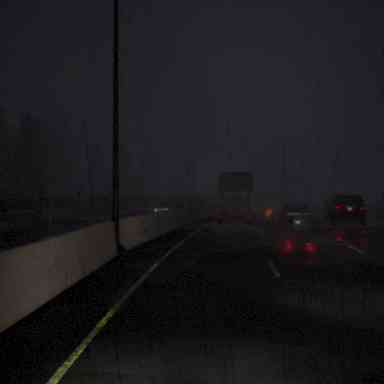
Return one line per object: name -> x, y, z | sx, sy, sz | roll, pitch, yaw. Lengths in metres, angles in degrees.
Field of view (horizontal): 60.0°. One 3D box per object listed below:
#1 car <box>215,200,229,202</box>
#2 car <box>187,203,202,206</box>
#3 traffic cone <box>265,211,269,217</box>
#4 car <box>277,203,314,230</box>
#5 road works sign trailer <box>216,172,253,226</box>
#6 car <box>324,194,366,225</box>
car -> 3.961, 1.356, 44.652 | 1.882, 1.535, 5.008 | 0, 0, 27
car -> -0.393, 1.470, 43.725 | 1.895, 1.301, 4.718 | 0, 0, 25
traffic cone -> 6.643, 1.885, 29.440 | 0.340, 0.580, 0.340 | 0, 0, 18
car -> 6.433, 1.446, 20.755 | 2.128, 1.511, 4.902 | 0, 0, 14
road works sign trailer -> 3.077, 0.403, 23.233 | 2.380, 3.560, 2.880 | 0, 0, 18
car -> 10.823, 1.179, 23.782 | 2.150, 2.045, 5.566 | 0, 0, 16
